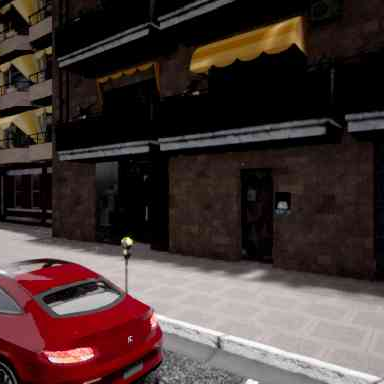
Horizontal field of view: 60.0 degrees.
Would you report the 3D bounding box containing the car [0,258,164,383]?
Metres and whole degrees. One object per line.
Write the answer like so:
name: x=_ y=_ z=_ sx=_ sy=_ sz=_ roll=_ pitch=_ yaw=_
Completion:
car: x=-2.267 y=1.583 z=4.491 sx=4.206 sy=1.307 sz=1.802 roll=0 pitch=0 yaw=35
